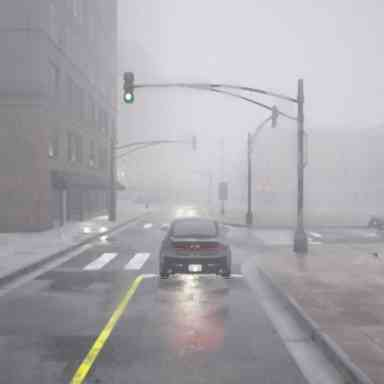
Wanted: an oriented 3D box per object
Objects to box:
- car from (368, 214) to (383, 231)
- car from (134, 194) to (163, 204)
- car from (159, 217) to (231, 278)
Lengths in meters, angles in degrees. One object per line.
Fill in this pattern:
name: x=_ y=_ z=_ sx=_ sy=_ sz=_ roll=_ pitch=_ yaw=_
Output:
car: x=12.048 y=1.526 z=18.283 sx=4.181 sy=1.385 sz=1.994 roll=0 pitch=0 yaw=0
car: x=-8.438 y=1.330 z=64.553 sx=5.566 sy=2.045 sz=2.150 roll=0 pitch=0 yaw=9
car: x=0.085 y=1.513 z=10.169 sx=1.837 sy=1.490 sz=4.892 roll=0 pitch=0 yaw=0
